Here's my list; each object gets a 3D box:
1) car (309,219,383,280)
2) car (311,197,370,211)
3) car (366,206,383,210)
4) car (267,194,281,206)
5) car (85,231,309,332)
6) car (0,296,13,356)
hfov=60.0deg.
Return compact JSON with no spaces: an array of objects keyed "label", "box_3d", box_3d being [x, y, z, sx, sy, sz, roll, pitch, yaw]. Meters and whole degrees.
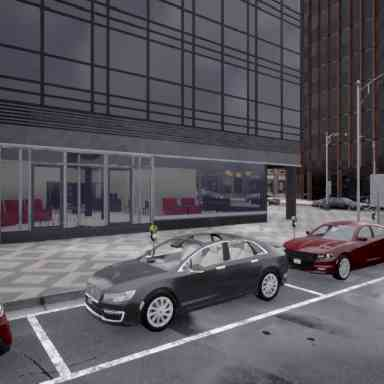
[{"label":"car","box_3d":[4.547,1.545,9.901,4.507,1.381,1.887,0,0,-36]},{"label":"car","box_3d":[14.916,1.203,33.781,2.033,1.411,5.357,0,1,-41]},{"label":"car","box_3d":[8.988,1.441,13.072,4.097,1.590,1.967,0,0,-36]},{"label":"car","box_3d":[8.985,0.961,42.144,1.837,1.490,4.892,0,1,-36]},{"label":"car","box_3d":[0.106,1.551,6.729,4.403,1.369,2.008,0,0,-36]},{"label":"car","box_3d":[-4.335,1.440,3.558,4.097,1.590,1.967,0,0,-36]}]
